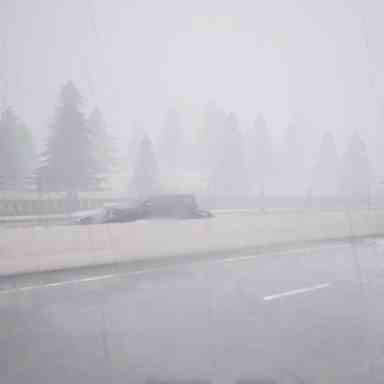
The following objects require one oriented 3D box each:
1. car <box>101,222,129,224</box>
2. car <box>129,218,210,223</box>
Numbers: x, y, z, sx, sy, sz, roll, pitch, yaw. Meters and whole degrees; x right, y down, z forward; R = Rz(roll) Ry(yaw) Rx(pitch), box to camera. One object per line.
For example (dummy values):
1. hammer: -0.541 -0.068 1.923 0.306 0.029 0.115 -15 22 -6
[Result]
1. car: -2.138 1.119 18.969 5.566 2.045 2.150 0 0 -30
2. car: -0.331 1.526 15.974 4.718 1.301 1.895 0 0 -30
